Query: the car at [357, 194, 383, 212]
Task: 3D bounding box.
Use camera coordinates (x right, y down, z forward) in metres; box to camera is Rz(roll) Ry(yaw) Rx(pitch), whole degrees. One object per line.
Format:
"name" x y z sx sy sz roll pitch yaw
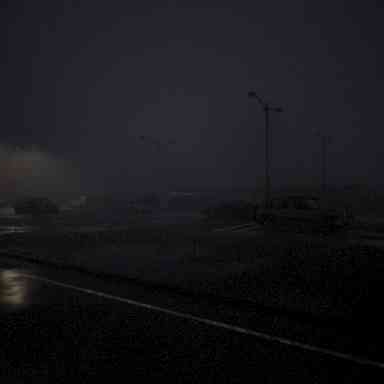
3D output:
"car" 18.232 1.156 35.658 3.866 1.878 1.905 0 0 34

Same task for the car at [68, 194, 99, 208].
"car" -14.935 1.395 44.748 3.806 1.475 1.970 0 0 34

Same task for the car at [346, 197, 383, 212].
"car" 19.870 1.395 38.046 3.806 1.475 1.970 0 0 34

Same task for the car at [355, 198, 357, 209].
"car" 7.219 1.156 19.416 3.866 1.878 1.905 0 0 34

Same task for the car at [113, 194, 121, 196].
"car" -11.837 1.153 49.388 4.605 1.855 1.932 0 0 34

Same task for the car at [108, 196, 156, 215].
"car" -5.697 1.395 31.482 3.806 1.475 1.970 0 0 34

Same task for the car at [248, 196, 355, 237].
"car" 5.546 1.153 17.054 4.605 1.855 1.932 0 0 34

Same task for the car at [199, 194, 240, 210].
"car" 3.737 1.153 45.501 4.605 1.855 1.932 0 0 34

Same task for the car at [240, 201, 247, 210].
"car" 5.420 1.364 47.859 3.905 1.438 1.784 0 0 34

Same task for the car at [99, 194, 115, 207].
"car" -13.305 1.364 47.141 3.905 1.438 1.784 0 0 34
